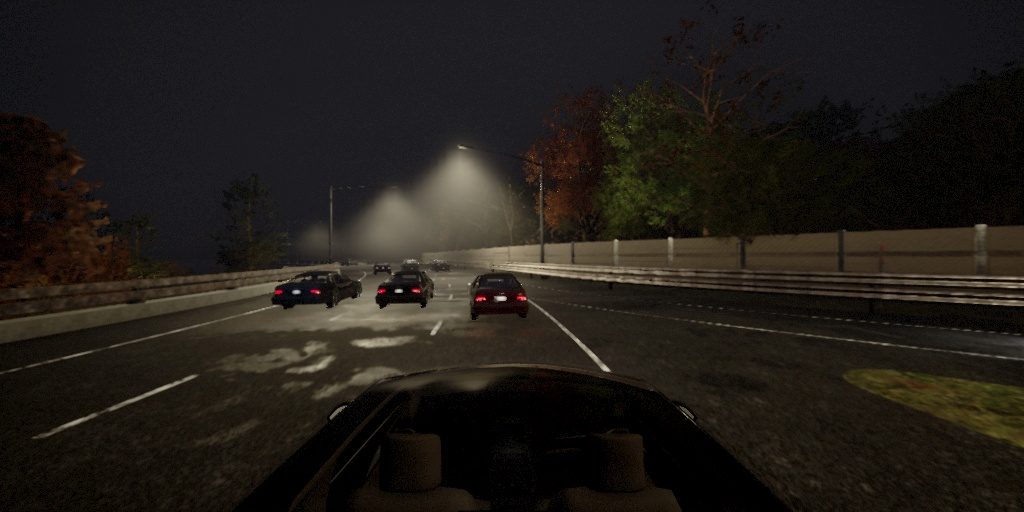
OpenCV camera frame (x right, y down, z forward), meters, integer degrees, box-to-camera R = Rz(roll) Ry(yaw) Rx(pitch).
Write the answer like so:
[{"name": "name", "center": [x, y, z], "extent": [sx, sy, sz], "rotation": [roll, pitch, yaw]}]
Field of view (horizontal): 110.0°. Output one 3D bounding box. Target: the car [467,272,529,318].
[{"name": "car", "center": [-0.604, 1.302, 13.010], "extent": [2.033, 1.411, 5.357], "rotation": [0, 0, -7]}]

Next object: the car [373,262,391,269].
[{"name": "car", "center": [-15.068, 1.363, 41.593], "extent": [2.033, 1.411, 5.357], "rotation": [0, 0, -22]}]

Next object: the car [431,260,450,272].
[{"name": "car", "center": [-9.131, 1.285, 45.346], "extent": [2.128, 1.511, 4.902], "rotation": [0, 0, -22]}]

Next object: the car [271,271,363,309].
[{"name": "car", "center": [-7.965, 1.331, 15.198], "extent": [2.033, 1.411, 5.357], "rotation": [0, 0, -7]}]

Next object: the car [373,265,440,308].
[{"name": "car", "center": [-4.431, 1.317, 15.431], "extent": [2.033, 1.411, 5.357], "rotation": [0, 0, -8]}]

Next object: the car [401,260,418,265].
[{"name": "car", "center": [-12.964, 1.299, 45.406], "extent": [2.128, 1.511, 4.902], "rotation": [0, 0, -24]}]
